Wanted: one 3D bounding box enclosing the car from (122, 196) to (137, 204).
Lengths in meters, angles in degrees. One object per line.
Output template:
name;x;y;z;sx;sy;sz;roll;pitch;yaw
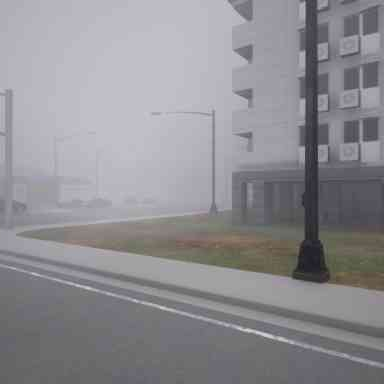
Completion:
car;-11.456;1.478;61.320;1.882;1.535;5.008;0;0;3

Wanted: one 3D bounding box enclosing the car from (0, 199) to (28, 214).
car;-19.373;1.477;33.718;1.882;1.535;5.008;0;0;36

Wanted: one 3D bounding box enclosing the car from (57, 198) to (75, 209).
car;-16.120;1.564;44.978;1.994;1.385;4.181;0;0;26

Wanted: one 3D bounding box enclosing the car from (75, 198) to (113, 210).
car;-12.627;1.492;44.168;2.128;1.511;4.902;0;0;26

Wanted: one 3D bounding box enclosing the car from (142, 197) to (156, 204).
car;-7.905;1.600;61.726;1.895;1.301;4.718;0;0;2
